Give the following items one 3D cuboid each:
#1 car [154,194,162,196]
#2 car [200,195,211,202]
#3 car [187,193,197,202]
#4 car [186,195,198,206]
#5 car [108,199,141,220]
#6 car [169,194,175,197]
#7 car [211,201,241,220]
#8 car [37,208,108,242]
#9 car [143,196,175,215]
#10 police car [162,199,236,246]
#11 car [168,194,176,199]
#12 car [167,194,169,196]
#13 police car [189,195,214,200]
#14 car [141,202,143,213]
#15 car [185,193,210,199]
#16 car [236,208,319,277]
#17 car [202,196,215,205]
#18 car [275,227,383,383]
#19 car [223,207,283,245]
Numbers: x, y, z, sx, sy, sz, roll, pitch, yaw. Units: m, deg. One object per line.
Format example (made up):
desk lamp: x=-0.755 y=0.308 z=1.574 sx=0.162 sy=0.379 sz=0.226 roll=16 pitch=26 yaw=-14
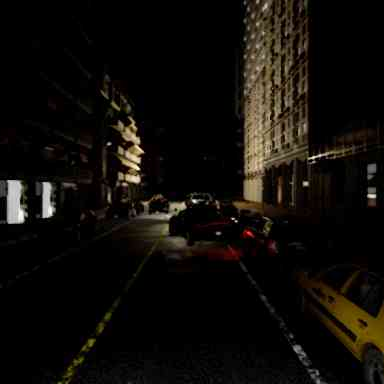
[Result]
car: x=-5.700 y=1.215 z=55.279 sx=1.967 sy=1.590 sz=4.097 roll=0 pitch=0 yaw=0
car: x=2.678 y=1.284 z=66.579 sx=2.008 sy=1.369 sz=4.403 roll=0 pitch=0 yaw=0
car: x=-0.011 y=1.090 z=66.983 sx=2.097 sy=1.767 sz=4.553 roll=0 pitch=0 yaw=0
car: x=-0.006 y=1.299 z=50.106 sx=1.837 sy=1.490 sz=4.892 roll=0 pitch=0 yaw=0
car: x=-5.696 y=1.449 z=27.037 sx=1.947 sy=1.339 sz=4.313 roll=0 pitch=0 yaw=0
car: x=-5.706 y=1.208 z=89.171 sx=2.008 sy=1.369 sz=4.403 roll=0 pitch=0 yaw=0
car: x=2.685 y=1.449 z=27.039 sx=1.947 sy=1.339 sz=4.313 roll=0 pitch=0 yaw=0
car: x=-5.694 y=1.481 z=15.740 sx=2.008 sy=1.369 sz=4.403 roll=0 pitch=0 yaw=0
car: x=-3.104 y=1.408 z=32.459 sx=2.033 sy=1.411 sz=5.357 roll=0 pitch=0 yaw=0
police car: x=0.245 y=1.357 z=15.239 sx=1.930 sy=1.638 sz=5.238 roll=0 pitch=0 yaw=-18
car: x=-5.706 y=1.190 z=94.820 sx=2.008 sy=1.369 sz=4.403 roll=0 pitch=0 yaw=0
car: x=-5.701 y=1.336 z=60.929 sx=1.802 sy=1.307 sz=4.206 roll=0 pitch=0 yaw=0
police car: x=0.896 y=1.316 z=25.362 sx=1.930 sy=1.638 sz=5.238 roll=0 pitch=0 yaw=0
car: x=-5.697 y=1.386 z=32.516 sx=1.752 sy=1.417 sz=4.829 roll=0 pitch=0 yaw=0
car: x=0.666 y=1.090 z=31.277 sx=2.150 sy=2.045 sz=5.566 roll=0 pitch=0 yaw=-4
car: x=2.688 y=1.395 z=10.092 sx=1.967 sy=1.590 sz=4.097 roll=0 pitch=0 yaw=0
car: x=2.680 y=1.319 z=55.281 sx=1.887 sy=1.381 sz=4.507 roll=0 pitch=0 yaw=0
car: x=2.689 y=1.504 z=4.615 sx=1.752 sy=1.417 sz=4.829 roll=0 pitch=0 yaw=0
car: x=2.687 y=1.481 z=15.742 sx=2.008 sy=1.369 sz=4.403 roll=0 pitch=0 yaw=0
